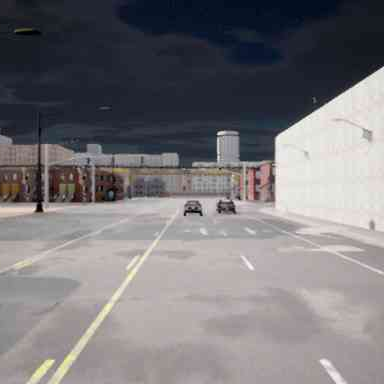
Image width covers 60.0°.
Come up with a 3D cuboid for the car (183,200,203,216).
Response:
[{"bbox_3d":[0.097,1.536,32.806,2.033,1.411,5.357,0,0,0],"label":"car"}]

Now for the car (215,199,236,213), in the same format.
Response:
[{"bbox_3d":[3.595,1.479,36.079,2.128,1.511,4.902,0,0,0],"label":"car"}]
